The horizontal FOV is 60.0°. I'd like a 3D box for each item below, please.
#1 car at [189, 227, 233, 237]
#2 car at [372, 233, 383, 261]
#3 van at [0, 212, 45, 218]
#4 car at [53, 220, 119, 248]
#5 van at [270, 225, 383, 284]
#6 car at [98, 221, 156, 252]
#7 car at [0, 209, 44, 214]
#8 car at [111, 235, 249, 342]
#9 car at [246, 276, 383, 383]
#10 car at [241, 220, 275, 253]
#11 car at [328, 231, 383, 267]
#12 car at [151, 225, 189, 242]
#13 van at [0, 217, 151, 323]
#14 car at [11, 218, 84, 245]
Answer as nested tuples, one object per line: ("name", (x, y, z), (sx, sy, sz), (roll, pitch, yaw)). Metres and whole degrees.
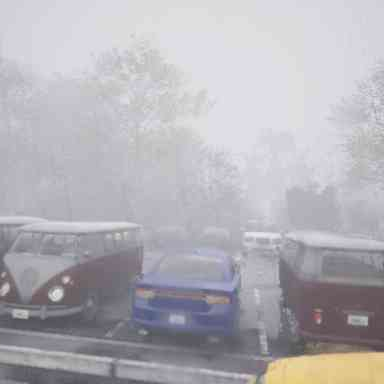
("car", (1.435, 2.937, 20.690), (2.231, 1.521, 4.892), (2, -4, 9))
("car", (12.394, 3.295, 18.949), (2.231, 1.521, 4.892), (2, -4, 9))
("van", (-5.355, 1.630, 8.704), (1.878, 1.987, 4.442), (2, -4, 9))
("car", (-6.787, 2.684, 21.981), (2.163, 1.488, 4.792), (2, -4, 9))
("van", (2.947, 1.907, 7.376), (1.878, 1.987, 4.442), (2, -4, 9))
("car", (-4.017, 2.761, 21.756), (1.946, 1.575, 5.366), (2, -4, 9))
("car", (-12.258, 2.197, 22.879), (2.435, 2.045, 5.566), (2, -4, 9))
("car", (0.152, 2.033, 7.683), (2.097, 1.535, 5.008), (2, -4, 9))
("car", (3.074, 1.776, 2.426), (5.366, 1.575, 1.801), (2, -4, 9))
("car", (4.180, 2.773, 20.246), (2.435, 2.045, 5.566), (2, -4, 9))
("car", (9.654, 3.205, 19.386), (2.097, 1.535, 5.008), (2, -4, 9))
("car", (-1.306, 2.844, 21.130), (2.097, 1.535, 5.008), (2, -4, 9))
("van", (-2.626, 1.709, 8.032), (1.878, 1.987, 4.442), (2, -4, 9))
("car", (-9.525, 2.585, 22.479), (2.163, 1.488, 4.792), (2, -4, 9))
